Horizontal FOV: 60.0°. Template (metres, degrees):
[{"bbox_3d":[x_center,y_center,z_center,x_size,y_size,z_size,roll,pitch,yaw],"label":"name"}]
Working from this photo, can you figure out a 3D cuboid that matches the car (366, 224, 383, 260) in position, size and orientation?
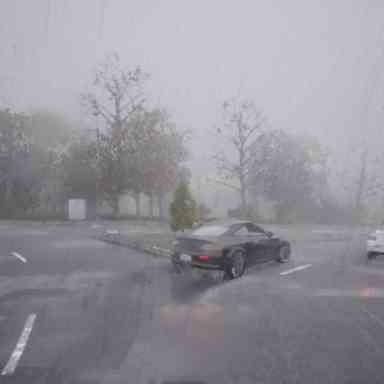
[{"bbox_3d":[8.141,1.857,12.574,4.674,1.442,1.812,5,-3,-43],"label":"car"}]

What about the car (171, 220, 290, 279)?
[{"bbox_3d":[1.335,1.573,10.181,1.812,1.442,4.674,0,-2,40],"label":"car"}]
